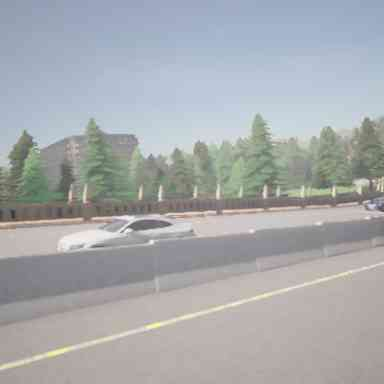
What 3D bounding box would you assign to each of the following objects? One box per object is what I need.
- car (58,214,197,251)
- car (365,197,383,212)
[{"bbox_3d":[-1.991,1.506,11.166,4.674,1.442,1.812,0,0,-35],"label":"car"},{"bbox_3d":[20.483,1.283,35.762,4.674,1.442,1.812,0,0,-35],"label":"car"}]
